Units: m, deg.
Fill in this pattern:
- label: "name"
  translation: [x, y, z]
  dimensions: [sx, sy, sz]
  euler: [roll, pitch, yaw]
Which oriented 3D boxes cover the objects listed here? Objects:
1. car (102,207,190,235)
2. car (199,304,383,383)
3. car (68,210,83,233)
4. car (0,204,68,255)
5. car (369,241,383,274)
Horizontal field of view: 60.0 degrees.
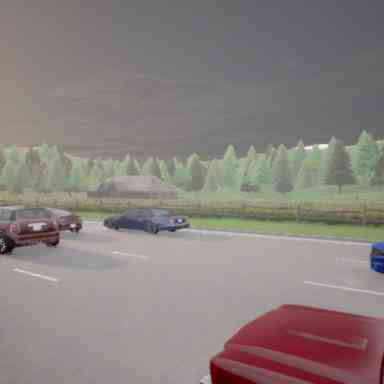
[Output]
- label: "car"
  translation: [-2.671, 1.558, 18.793]
  dimensions: [5.357, 1.411, 2.033]
  euler: [0, 0, 35]
- label: "car"
  translation: [2.395, 1.600, 2.285]
  dimensions: [4.718, 1.301, 1.895]
  euler: [0, 0, 35]
- label: "car"
  translation: [-7.912, 1.539, 18.230]
  dimensions: [4.674, 1.442, 1.812]
  euler: [0, 0, 35]
- label: "car"
  translation: [-7.489, 1.363, 13.630]
  dimensions: [4.553, 1.767, 2.097]
  euler: [0, 0, 35]
- label: "car"
  translation: [6.912, 1.477, 7.660]
  dimensions: [5.008, 1.535, 1.882]
  euler: [0, 0, 35]
